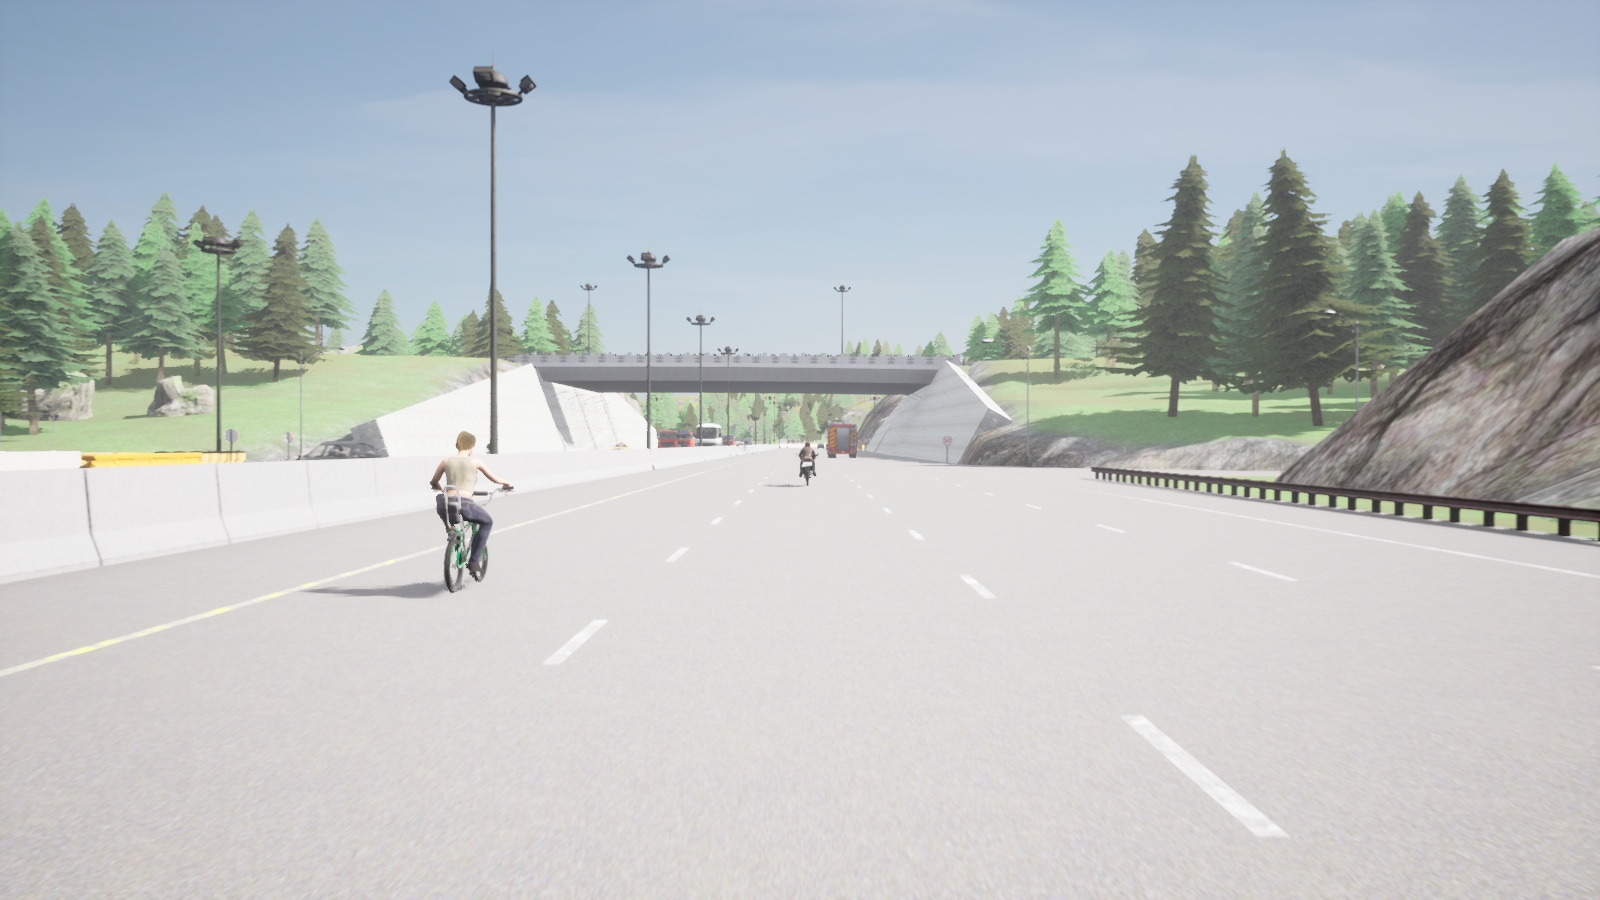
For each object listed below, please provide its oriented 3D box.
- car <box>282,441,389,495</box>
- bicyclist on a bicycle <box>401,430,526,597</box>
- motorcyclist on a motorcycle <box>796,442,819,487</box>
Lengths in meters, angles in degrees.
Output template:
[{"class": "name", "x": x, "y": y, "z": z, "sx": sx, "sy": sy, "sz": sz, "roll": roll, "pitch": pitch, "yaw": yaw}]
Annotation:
[{"class": "car", "x": -13.772, "y": 0.501, "z": 37.449, "sx": 1.789, "sy": 1.549, "sz": 3.705, "roll": 0, "pitch": 0, "yaw": 0}, {"class": "bicyclist on a bicycle", "x": -3.416, "y": 0.608, "z": 12.890, "sx": 0.866, "sy": 1.612, "sz": 1.509, "roll": 0, "pitch": 0, "yaw": 1}, {"class": "motorcyclist on a motorcycle", "x": 0.265, "y": 0.482, "z": 43.839, "sx": 0.797, "sy": 1.523, "sz": 2.044, "roll": 0, "pitch": 0, "yaw": 0}]
